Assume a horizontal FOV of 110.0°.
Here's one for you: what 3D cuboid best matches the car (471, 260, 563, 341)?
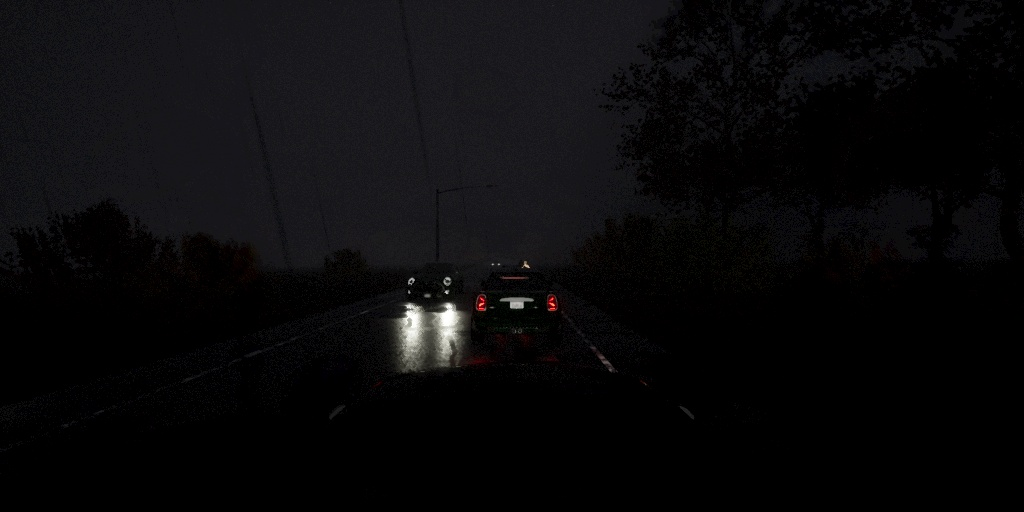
[{"bbox_3d":[0.108,1.099,10.002,2.097,1.767,4.553,0,0,0],"label":"car"}]

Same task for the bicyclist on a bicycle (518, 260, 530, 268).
[{"bbox_3d":[0.959,1.177,25.825,0.866,1.612,1.509,0,0,1],"label":"bicyclist on a bicycle"}]

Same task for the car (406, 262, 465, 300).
[{"bbox_3d":[-3.592,1.096,17.453,2.097,1.767,4.553,0,0,0],"label":"car"}]
